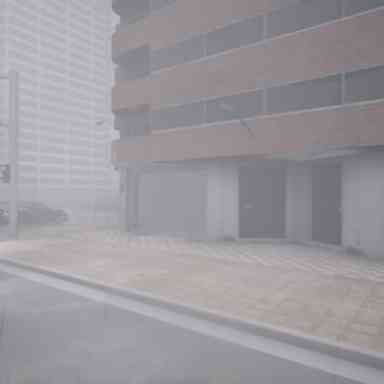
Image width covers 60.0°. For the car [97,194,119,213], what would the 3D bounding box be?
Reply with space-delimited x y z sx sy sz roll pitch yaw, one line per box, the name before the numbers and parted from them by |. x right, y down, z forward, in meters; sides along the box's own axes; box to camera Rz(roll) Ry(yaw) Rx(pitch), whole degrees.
car | -7.922 1.373 37.741 2.097 1.767 4.553 0 0 37

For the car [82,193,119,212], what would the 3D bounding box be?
car | -10.784 1.367 39.757 2.097 1.767 4.553 0 0 37

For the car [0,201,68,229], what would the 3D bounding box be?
car | -10.547 1.347 21.973 2.097 1.767 4.553 0 0 34
